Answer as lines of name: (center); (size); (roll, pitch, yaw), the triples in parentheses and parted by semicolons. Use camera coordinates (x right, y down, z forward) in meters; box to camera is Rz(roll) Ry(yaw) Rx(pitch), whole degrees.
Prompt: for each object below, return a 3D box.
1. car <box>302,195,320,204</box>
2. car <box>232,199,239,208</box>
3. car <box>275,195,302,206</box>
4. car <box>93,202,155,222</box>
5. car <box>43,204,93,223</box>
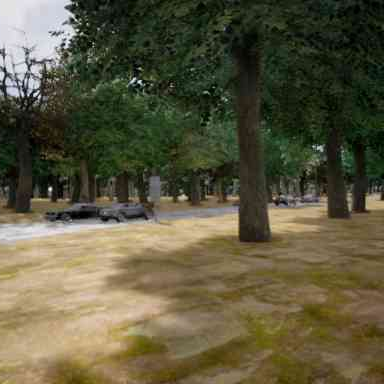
car: (19.982, 1.213, 56.224); (2.033, 1.411, 5.357); (-2, -1, 38)
car: (7.361, 1.372, 45.855); (1.812, 1.442, 4.674); (-2, -1, 38)
car: (13.606, 1.216, 47.972); (1.837, 1.490, 4.892); (-2, -1, 38)
car: (-4.732, 1.422, 24.513); (1.994, 1.385, 4.181); (-2, -1, 38)
car: (-8.686, 1.577, 25.292); (1.895, 1.301, 4.718); (-2, -1, 38)
